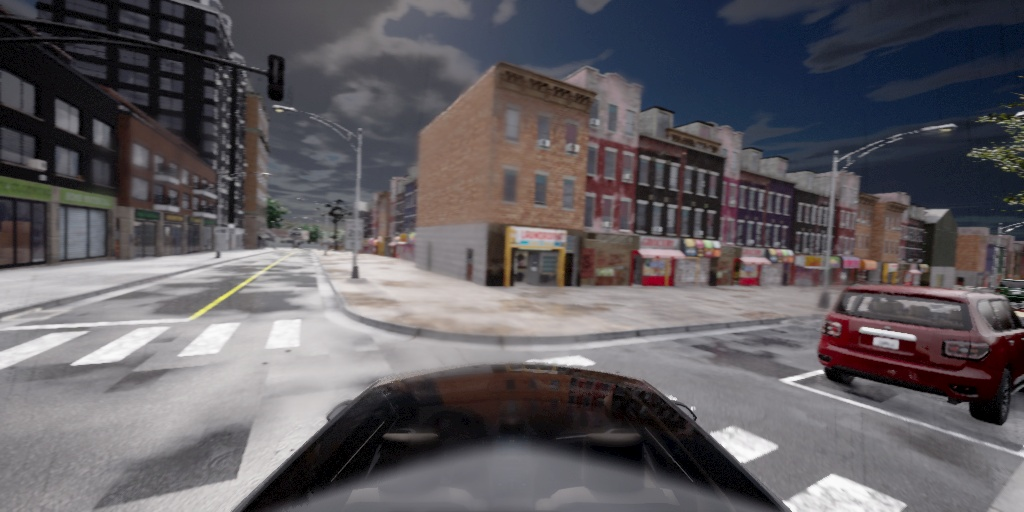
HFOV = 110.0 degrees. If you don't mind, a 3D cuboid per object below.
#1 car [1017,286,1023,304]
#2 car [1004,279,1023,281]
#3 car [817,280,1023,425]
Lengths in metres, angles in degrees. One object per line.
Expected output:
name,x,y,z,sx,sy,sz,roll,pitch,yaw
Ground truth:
car,46.664,3.526,31.447,4.902,1.511,2.128,3,2,-29
car,37.107,2.770,26.025,5.566,2.045,2.150,3,2,-30
car,7.549,1.468,6.487,5.009,1.841,2.192,0,0,-29
